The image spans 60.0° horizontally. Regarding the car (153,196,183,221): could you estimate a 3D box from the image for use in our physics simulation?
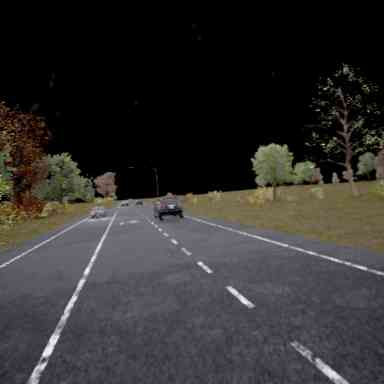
[{"bbox_3d":[-2.280,1.459,30.988,2.150,2.045,5.566,-5,0,-12],"label":"car"}]

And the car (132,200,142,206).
[{"bbox_3d":[-14.729,2.878,91.458,1.837,1.490,4.892,-5,0,-12],"label":"car"}]

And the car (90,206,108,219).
[{"bbox_3d":[-11.856,2.591,42.464,1.837,1.490,4.892,-5,0,-12],"label":"car"}]

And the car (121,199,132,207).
[{"bbox_3d":[-17.633,3.097,87.885,1.882,1.535,5.008,-5,0,-9],"label":"car"}]
